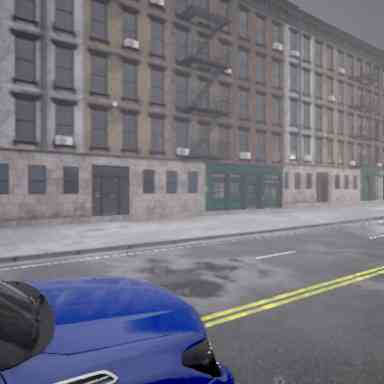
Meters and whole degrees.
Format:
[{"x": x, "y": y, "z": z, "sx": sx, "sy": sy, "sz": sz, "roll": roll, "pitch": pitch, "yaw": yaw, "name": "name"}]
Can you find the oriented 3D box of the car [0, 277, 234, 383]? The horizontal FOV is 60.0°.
[{"x": -2.327, "y": 1.226, "z": 1.781, "sx": 5.566, "sy": 2.045, "sz": 2.150, "roll": 0, "pitch": 0, "yaw": -35, "name": "car"}]
